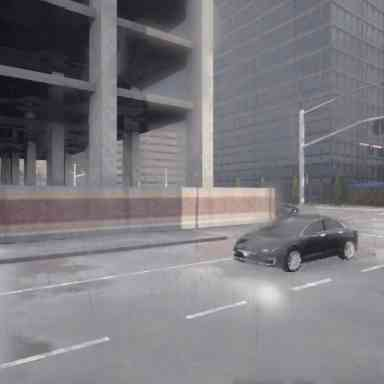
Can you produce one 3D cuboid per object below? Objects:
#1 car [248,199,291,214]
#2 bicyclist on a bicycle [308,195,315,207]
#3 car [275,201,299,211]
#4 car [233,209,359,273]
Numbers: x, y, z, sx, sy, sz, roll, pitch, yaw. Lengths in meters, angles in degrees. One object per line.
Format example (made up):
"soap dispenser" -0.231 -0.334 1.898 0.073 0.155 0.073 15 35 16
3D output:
"car" 8.517 1.526 36.916 1.812 1.442 4.674 0 0 -36
"bicyclist on a bicycle" 16.586 1.301 46.203 1.656 1.620 0.582 0 0 -36
"car" 8.109 1.564 31.516 1.994 1.385 4.181 0 0 -36
"car" 3.498 1.505 10.783 4.892 1.490 1.837 0 0 -36
